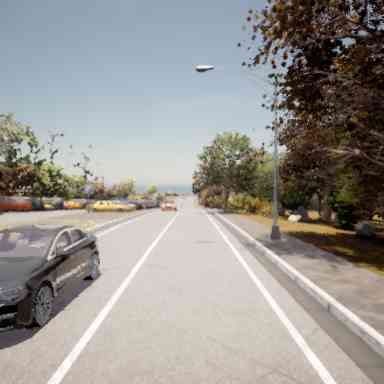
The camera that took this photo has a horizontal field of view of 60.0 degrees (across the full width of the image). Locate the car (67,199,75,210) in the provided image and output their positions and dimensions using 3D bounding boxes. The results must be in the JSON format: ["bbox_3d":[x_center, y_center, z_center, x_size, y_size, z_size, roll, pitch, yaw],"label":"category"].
[{"bbox_3d":[-23.380,2.242,57.425,4.553,1.767,2.185,0,-2,0],"label":"car"}]

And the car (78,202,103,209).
[{"bbox_3d":[-23.408,3.055,76.800,5.008,1.535,2.097,0,-2,0],"label":"car"}]

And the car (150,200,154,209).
[{"bbox_3d":[-10.335,2.556,62.766,5.008,1.535,2.097,0,-2,0],"label":"car"}]

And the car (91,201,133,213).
[{"bbox_3d":[-10.344,1.894,43.352,4.892,1.521,2.231,0,-2,0],"label":"car"}]

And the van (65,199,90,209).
[{"bbox_3d":[-23.524,2.535,68.503,4.442,1.987,1.878,0,-2,0],"label":"van"}]

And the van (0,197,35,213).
[{"bbox_3d":[-23.535,1.671,43.468,4.442,1.987,1.878,0,-2,0],"label":"van"}]

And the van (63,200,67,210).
[{"bbox_3d":[-23.530,2.044,54.661,4.442,1.987,1.878,0,-2,0],"label":"van"}]

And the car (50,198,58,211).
[{"bbox_3d":[-23.230,2.072,49.118,5.366,1.575,1.946,0,-2,0],"label":"car"}]

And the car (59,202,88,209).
[{"bbox_3d":[-23.402,2.664,65.727,4.892,1.521,2.231,0,-2,0],"label":"car"}]

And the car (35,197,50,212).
[{"bbox_3d":[-23.444,1.731,46.359,5.566,2.045,2.435,0,-2,0],"label":"car"}]

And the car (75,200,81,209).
[{"bbox_3d":[-23.405,2.461,60.065,5.008,1.535,2.097,0,-2,0],"label":"car"}]

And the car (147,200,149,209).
[{"bbox_3d":[-10.335,2.400,57.216,4.674,1.452,2.002,0,-2,0],"label":"car"}]

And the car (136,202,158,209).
[{"bbox_3d":[-10.353,3.079,76.643,4.792,1.488,2.163,0,-2,0],"label":"car"}]

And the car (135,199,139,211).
[{"bbox_3d":[-10.343,1.976,46.123,5.008,1.535,2.097,0,-2,0],"label":"car"}]

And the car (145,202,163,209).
[{"bbox_3d":[-10.286,3.608,90.489,4.553,1.767,2.185,0,-3,0],"label":"car"}]

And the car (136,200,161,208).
[{"bbox_3d":[-10.350,2.911,79.405,5.566,2.045,2.435,0,-3,0],"label":"car"}]

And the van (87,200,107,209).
[{"bbox_3d":[-23.517,3.088,82.326,4.442,1.987,1.878,0,-3,0],"label":"van"}]

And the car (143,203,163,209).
[{"bbox_3d":[-10.313,3.591,87.710,5.008,1.535,2.097,0,-3,0],"label":"car"}]

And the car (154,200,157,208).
[{"bbox_3d":[-10.297,2.783,68.313,4.792,1.488,2.163,0,-2,0],"label":"car"}]

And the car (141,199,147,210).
[{"bbox_3d":[-10.306,1.911,51.677,5.566,2.045,2.435,0,-2,0],"label":"car"}]

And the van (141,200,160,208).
[{"bbox_3d":[-10.204,3.079,82.176,4.442,1.987,1.878,0,-3,0],"label":"van"}]

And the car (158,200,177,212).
[{"bbox_3d":[-3.330,1.949,48.958,2.097,1.767,4.553,0,-2,0],"label":"car"}]

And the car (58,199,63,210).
[{"bbox_3d":[-23.408,2.172,51.884,4.892,1.521,2.231,0,-2,0],"label":"car"}]

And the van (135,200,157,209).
[{"bbox_3d":[-10.208,2.725,73.872,4.442,1.987,1.878,0,-2,0],"label":"van"}]

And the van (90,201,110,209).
[{"bbox_3d":[-23.516,3.224,84.968,4.442,1.987,1.878,0,-3,0],"label":"van"}]

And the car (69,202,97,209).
[{"bbox_3d":[-23.221,2.856,71.265,5.366,1.575,1.946,0,-2,0],"label":"car"}]

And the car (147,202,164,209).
[{"bbox_3d":[-10.285,3.752,93.261,4.553,1.767,2.185,0,-3,0],"label":"car"}]

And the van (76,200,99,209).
[{"bbox_3d":[-23.287,2.732,74.039,4.442,1.987,1.878,0,-2,0],"label":"van"}]

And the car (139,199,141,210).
[{"bbox_3d":[-10.367,1.941,48.903,4.553,1.767,2.185,0,-2,0],"label":"car"}]

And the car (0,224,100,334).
[{"bbox_3d":[-3.350,1.480,6.980,2.128,1.511,4.902,0,0,0],"label":"car"}]

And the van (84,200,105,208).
[{"bbox_3d":[-23.285,2.938,79.427,4.442,1.987,1.878,0,-2,0],"label":"van"}]

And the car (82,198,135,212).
[{"bbox_3d":[-10.154,1.816,40.584,5.366,1.575,1.946,0,-2,0],"label":"car"}]

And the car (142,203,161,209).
[{"bbox_3d":[-10.322,3.488,84.935,4.674,1.452,2.002,0,-3,0],"label":"car"}]
